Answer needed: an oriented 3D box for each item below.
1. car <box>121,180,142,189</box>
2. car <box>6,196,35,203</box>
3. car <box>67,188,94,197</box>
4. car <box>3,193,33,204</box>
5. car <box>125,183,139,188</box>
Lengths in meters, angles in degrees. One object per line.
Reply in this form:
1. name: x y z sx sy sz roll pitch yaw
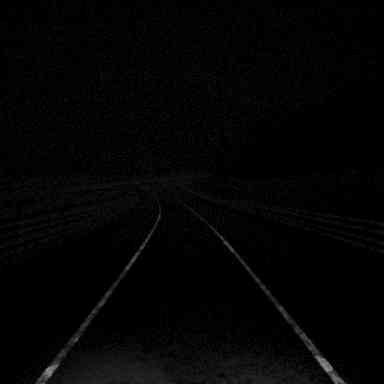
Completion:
1. car: -15.097 -1.414 83.433 2.150 2.045 5.566 0 4 10
2. car: -24.856 1.249 48.443 1.812 1.442 4.674 0 4 10
3. car: -19.668 0.603 57.660 2.033 1.411 5.357 0 4 10
4. car: -27.606 0.972 52.984 1.994 1.385 4.181 0 4 10
5. car: -16.842 -1.851 93.653 2.033 1.411 5.357 0 4 10
